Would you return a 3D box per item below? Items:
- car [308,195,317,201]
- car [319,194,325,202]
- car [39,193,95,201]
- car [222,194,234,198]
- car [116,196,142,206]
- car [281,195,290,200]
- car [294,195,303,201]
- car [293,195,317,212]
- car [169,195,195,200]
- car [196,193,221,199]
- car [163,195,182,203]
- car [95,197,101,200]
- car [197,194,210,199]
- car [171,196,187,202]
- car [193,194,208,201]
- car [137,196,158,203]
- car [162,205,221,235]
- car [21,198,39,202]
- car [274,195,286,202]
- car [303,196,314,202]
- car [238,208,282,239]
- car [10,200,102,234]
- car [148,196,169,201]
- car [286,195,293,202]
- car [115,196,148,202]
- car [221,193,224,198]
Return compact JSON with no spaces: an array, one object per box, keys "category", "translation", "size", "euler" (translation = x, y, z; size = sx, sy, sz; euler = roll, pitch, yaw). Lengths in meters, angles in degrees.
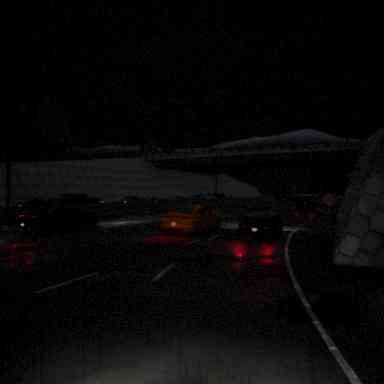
[{"category":"car","translation":[32.127,1.567,88.786],"size":[1.994,1.385,4.181],"euler":[0,0,25]},{"category":"car","translation":[30.960,1.376,77.889],"size":[2.150,2.045,5.566],"euler":[0,0,25]},{"category":"car","translation":[-14.313,1.143,38.394],"size":[2.150,2.045,5.566],"euler":[0,0,25]},{"category":"car","translation":[9.515,1.598,81.529],"size":[1.994,1.385,4.181],"euler":[0,0,25]},{"category":"car","translation":[-10.355,1.467,55.242],"size":[1.812,1.442,4.674],"euler":[0,0,25]},{"category":"car","translation":[25.770,1.505,91.717],"size":[1.812,1.442,4.674],"euler":[0,0,25]},{"category":"car","translation":[28.961,1.593,90.279],"size":[1.895,1.301,4.718],"euler":[0,0,25]},{"category":"car","translation":[14.205,1.424,41.272],"size":[2.097,1.767,4.553],"euler":[0,0,25]},{"category":"car","translation":[-2.075,1.533,56.434],"size":[2.033,1.411,5.357],"euler":[0,0,26]},{"category":"car","translation":[3.465,1.238,68.393],"size":[2.150,2.045,5.566],"euler":[0,0,25]},{"category":"car","translation":[-3.948,1.453,69.034],"size":[1.882,1.535,5.008],"euler":[0,0,25]},{"category":"car","translation":[-16.036,1.405,51.330],"size":[2.128,1.511,4.902],"euler":[0,0,25]},{"category":"car","translation":[3.212,1.255,92.940],"size":[1.837,1.490,4.892],"euler":[0,0,25]},{"category":"car","translation":[-3.124,1.574,79.189],"size":[1.895,1.301,4.718],"euler":[0,0,25]},{"category":"car","translation":[2.207,1.362,82.393],"size":[2.097,1.767,4.553],"euler":[0,0,25]},{"category":"car","translation":[-8.905,1.549,66.640],"size":[1.895,1.301,4.718],"euler":[0,0,25]},{"category":"car","translation":[0.113,1.477,19.051],"size":[1.882,1.535,5.008],"euler":[0,0,25]},{"category":"car","translation":[-18.335,1.426,38.027],"size":[1.812,1.442,4.674],"euler":[0,0,25]},{"category":"car","translation":[21.584,1.626,82.633],"size":[1.812,1.442,4.674],"euler":[0,0,25]},{"category":"car","translation":[27.767,1.674,79.326],"size":[2.033,1.411,5.357],"euler":[0,0,25]},{"category":"car","translation":[3.656,1.544,17.514],"size":[1.812,1.442,4.674],"euler":[0,0,20]},{"category":"car","translation":[-7.575,1.451,19.097],"size":[2.128,1.511,4.902],"euler":[0,0,25]},{"category":"car","translation":[-6.225,1.564,55.826],"size":[1.895,1.301,4.718],"euler":[0,0,25]},{"category":"car","translation":[24.763,1.643,81.169],"size":[1.812,1.442,4.674],"euler":[0,0,25]},{"category":"car","translation":[-8.233,1.305,43.173],"size":[2.097,1.767,4.553],"euler":[0,0,25]},{"category":"car","translation":[6.606,1.255,83.576],"size":[2.150,2.045,5.566],"euler":[0,0,25]}]
